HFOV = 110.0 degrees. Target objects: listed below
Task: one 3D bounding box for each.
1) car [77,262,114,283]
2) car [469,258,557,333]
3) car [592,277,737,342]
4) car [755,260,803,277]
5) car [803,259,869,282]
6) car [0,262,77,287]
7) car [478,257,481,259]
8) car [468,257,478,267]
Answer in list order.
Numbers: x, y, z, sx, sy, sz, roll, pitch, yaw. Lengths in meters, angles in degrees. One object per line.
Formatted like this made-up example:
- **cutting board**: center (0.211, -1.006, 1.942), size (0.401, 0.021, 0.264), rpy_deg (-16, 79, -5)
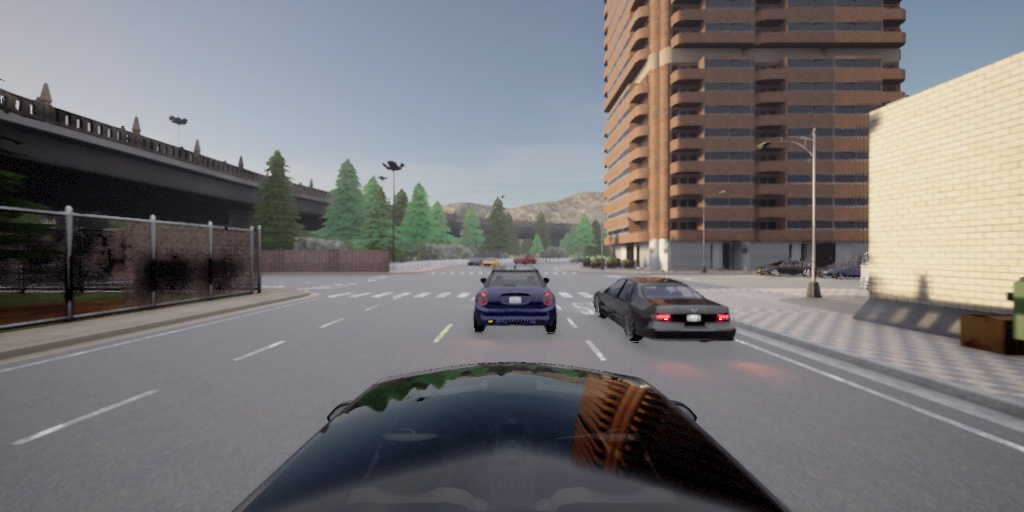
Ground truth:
- **car**: center (-32.302, 1.186, 26.340), size (4.892, 1.490, 1.837), rpy_deg (0, 0, 0)
- **car**: center (0.087, 1.058, 10.777), size (2.097, 1.767, 4.553), rpy_deg (0, 0, 0)
- **car**: center (3.586, 1.258, 9.570), size (2.033, 1.411, 5.357), rpy_deg (0, 0, 0)
- **car**: center (25.396, 1.151, 33.441), size (4.892, 1.490, 1.837), rpy_deg (0, 0, 0)
- **car**: center (28.063, 1.211, 29.936), size (5.357, 1.411, 2.033), rpy_deg (0, 0, 0)
- **car**: center (-31.619, 1.190, 22.841), size (4.902, 1.511, 2.128), rpy_deg (0, 0, 0)
- **car**: center (-3.161, 0.976, 51.714), size (1.882, 1.535, 5.008), rpy_deg (0, 0, 6)
- **car**: center (-5.621, 0.972, 58.001), size (1.837, 1.490, 4.892), rpy_deg (0, 0, 14)
